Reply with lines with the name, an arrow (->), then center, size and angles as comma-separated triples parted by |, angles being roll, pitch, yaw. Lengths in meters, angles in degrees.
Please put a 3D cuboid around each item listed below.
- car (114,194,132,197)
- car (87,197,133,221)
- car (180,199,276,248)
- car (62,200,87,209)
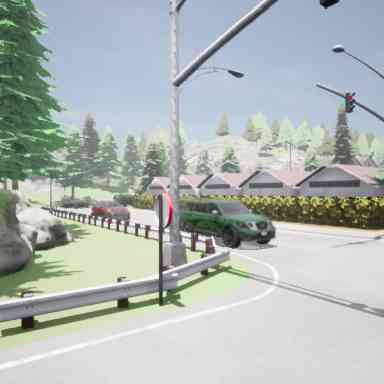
car -> -10.431, 1.398, 54.080 | 2.150, 2.045, 5.566 | 0, 0, 37
car -> -7.015, 1.548, 28.550 | 2.097, 1.767, 4.553 | 0, 0, -35
car -> 1.503, 1.413, 16.362 | 2.150, 2.045, 5.566 | 0, 0, -34
car -> -16.828, 1.779, 48.107 | 1.895, 1.301, 4.718 | 0, 0, 9
